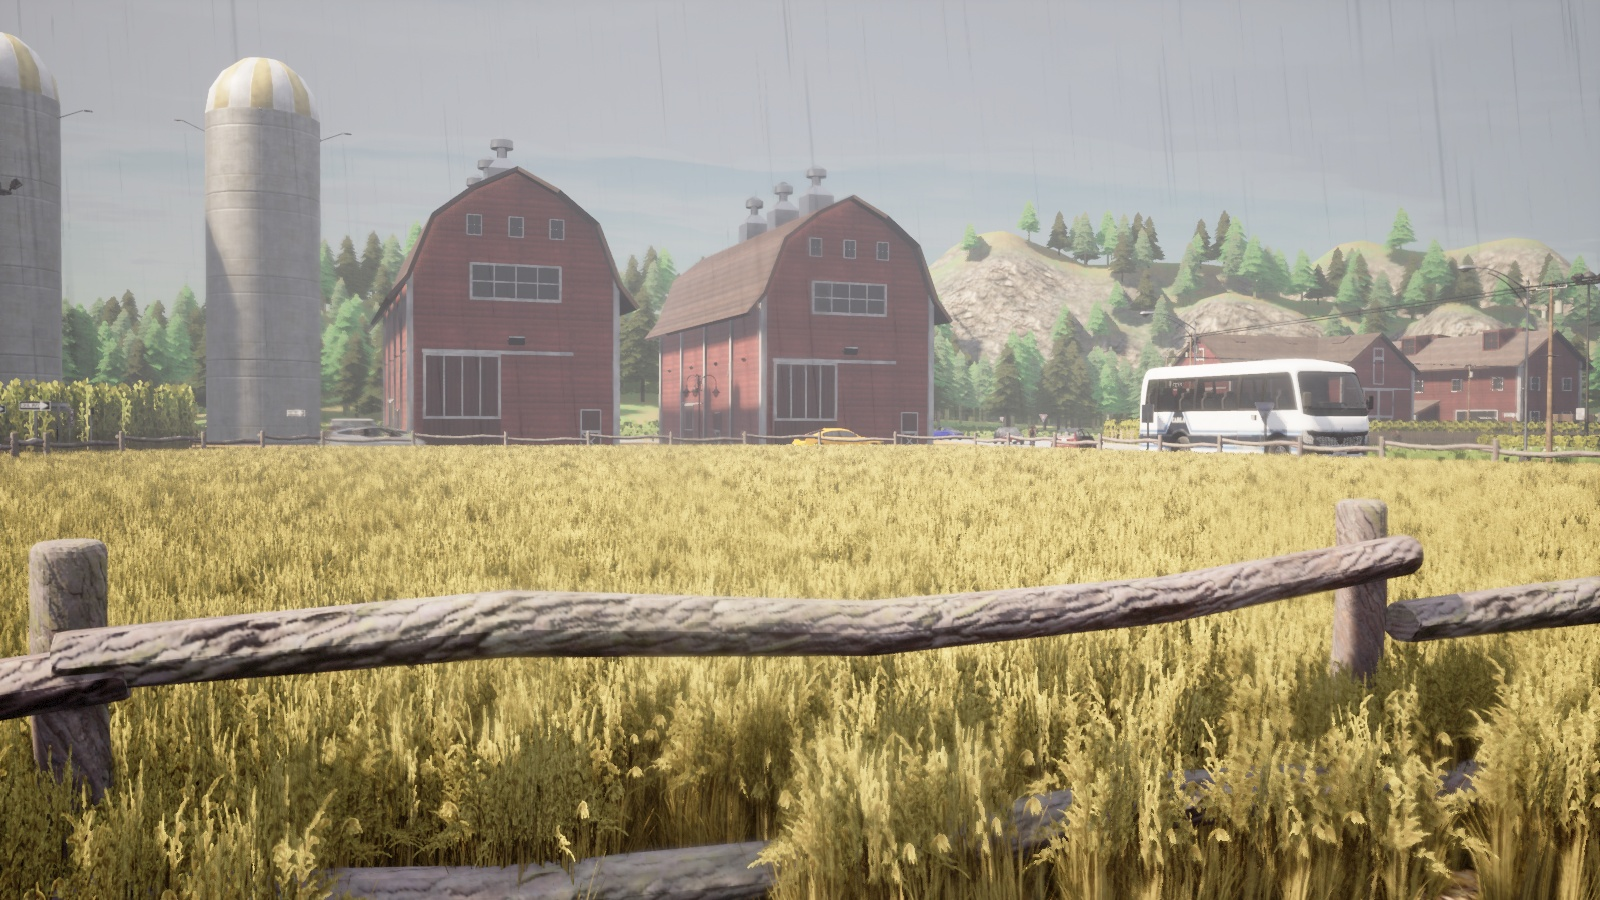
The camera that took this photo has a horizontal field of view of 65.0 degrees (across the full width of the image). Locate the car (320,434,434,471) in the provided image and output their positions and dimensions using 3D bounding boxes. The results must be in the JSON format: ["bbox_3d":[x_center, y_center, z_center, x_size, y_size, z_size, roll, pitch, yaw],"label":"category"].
[{"bbox_3d":[-19.175,0.081,56.965,4.514,1.525,2.007,-2,1,-33],"label":"car"}]

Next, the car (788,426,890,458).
[{"bbox_3d":[2.065,-0.443,66.384,5.008,1.535,1.882,-1,1,-20],"label":"car"}]

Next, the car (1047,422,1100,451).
[{"bbox_3d":[15.506,-0.794,71.062,1.789,1.549,3.705,0,2,31],"label":"car"}]

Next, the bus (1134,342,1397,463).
[{"bbox_3d":[18.037,-1.767,49.780,3.944,4.253,10.273,-1,1,-21],"label":"bus"}]
